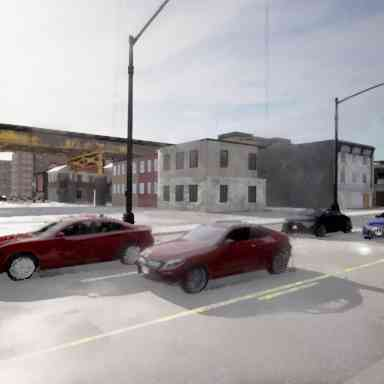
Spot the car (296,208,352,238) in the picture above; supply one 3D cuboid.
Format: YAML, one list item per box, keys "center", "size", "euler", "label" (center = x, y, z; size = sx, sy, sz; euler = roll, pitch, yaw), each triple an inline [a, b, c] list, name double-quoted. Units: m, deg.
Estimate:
- center: [6.711, 1.554, 17.723]
  size: [4.181, 1.385, 1.994]
  euler: [-1, 0, -37]
  label: "car"

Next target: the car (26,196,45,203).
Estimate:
- center: [-35.870, 1.779, 77.158]
  size: [2.038, 1.542, 4.974]
  euler: [1, 0, -6]
  label: "car"

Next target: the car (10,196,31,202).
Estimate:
- center: [-39.644, 1.579, 77.035]
  size: [4.536, 1.218, 1.853]
  euler: [0, -1, 24]
  label: "car"

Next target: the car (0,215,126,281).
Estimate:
- center: [-3.541, 1.487, 10.110]
  size: [5.008, 1.535, 1.882]
  euler: [0, 0, -37]
  label: "car"

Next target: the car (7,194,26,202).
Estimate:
- center: [-39.598, 1.737, 77.013]
  size: [4.974, 1.542, 2.038]
  euler: [0, -1, 24]
  label: "car"

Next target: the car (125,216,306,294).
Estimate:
- center: [0.808, 1.536, 8.984]
  size: [4.674, 1.442, 1.812]
  euler: [0, 0, -37]
  label: "car"

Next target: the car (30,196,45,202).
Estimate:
- center: [-35.875, 1.621, 77.211]
  size: [1.853, 1.218, 4.536]
  euler: [1, 0, -6]
  label: "car"

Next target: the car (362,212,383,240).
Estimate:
- center: [9.936, 1.512, 15.753]
  size: [4.674, 1.442, 1.812]
  euler: [0, 0, -37]
  label: "car"
